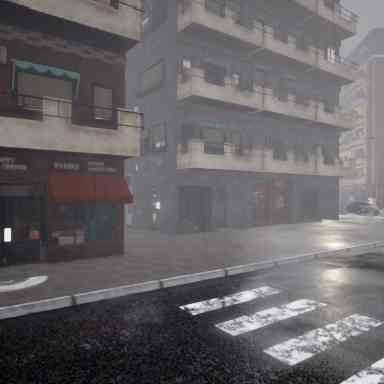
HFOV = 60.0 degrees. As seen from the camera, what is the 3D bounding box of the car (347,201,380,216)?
[{"bbox_3d":[17.634,1.685,34.539,1.812,1.442,4.674,0,0,5],"label":"car"}]
